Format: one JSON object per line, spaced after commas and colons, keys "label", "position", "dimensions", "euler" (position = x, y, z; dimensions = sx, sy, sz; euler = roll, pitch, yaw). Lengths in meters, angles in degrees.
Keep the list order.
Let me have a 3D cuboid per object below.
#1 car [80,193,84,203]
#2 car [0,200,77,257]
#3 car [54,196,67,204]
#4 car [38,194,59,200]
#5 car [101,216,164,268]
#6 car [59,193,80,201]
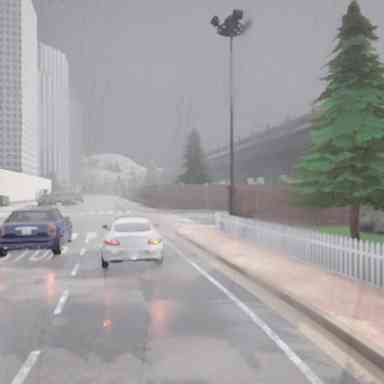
{"label": "car", "position": [-24.641, 1.328, 71.860], "dimensions": [2.150, 2.045, 5.566], "euler": [0, 0, -14]}
{"label": "car", "position": [-6.100, 1.377, 13.365], "dimensions": [2.097, 1.767, 4.553], "euler": [0, 0, -13]}
{"label": "car", "position": [-28.047, 1.655, 71.057], "dimensions": [2.033, 1.411, 5.357], "euler": [0, 0, -14]}
{"label": "car", "position": [-24.161, 1.319, 55.634], "dimensions": [2.150, 2.045, 5.566], "euler": [0, 0, -14]}
{"label": "car", "position": [-2.054, 1.535, 11.290], "dimensions": [1.812, 1.442, 4.674], "euler": [0, 0, -12]}
{"label": "car", "position": [-20.741, 1.438, 56.367], "dimensions": [2.097, 1.767, 4.553], "euler": [0, 0, -14]}
